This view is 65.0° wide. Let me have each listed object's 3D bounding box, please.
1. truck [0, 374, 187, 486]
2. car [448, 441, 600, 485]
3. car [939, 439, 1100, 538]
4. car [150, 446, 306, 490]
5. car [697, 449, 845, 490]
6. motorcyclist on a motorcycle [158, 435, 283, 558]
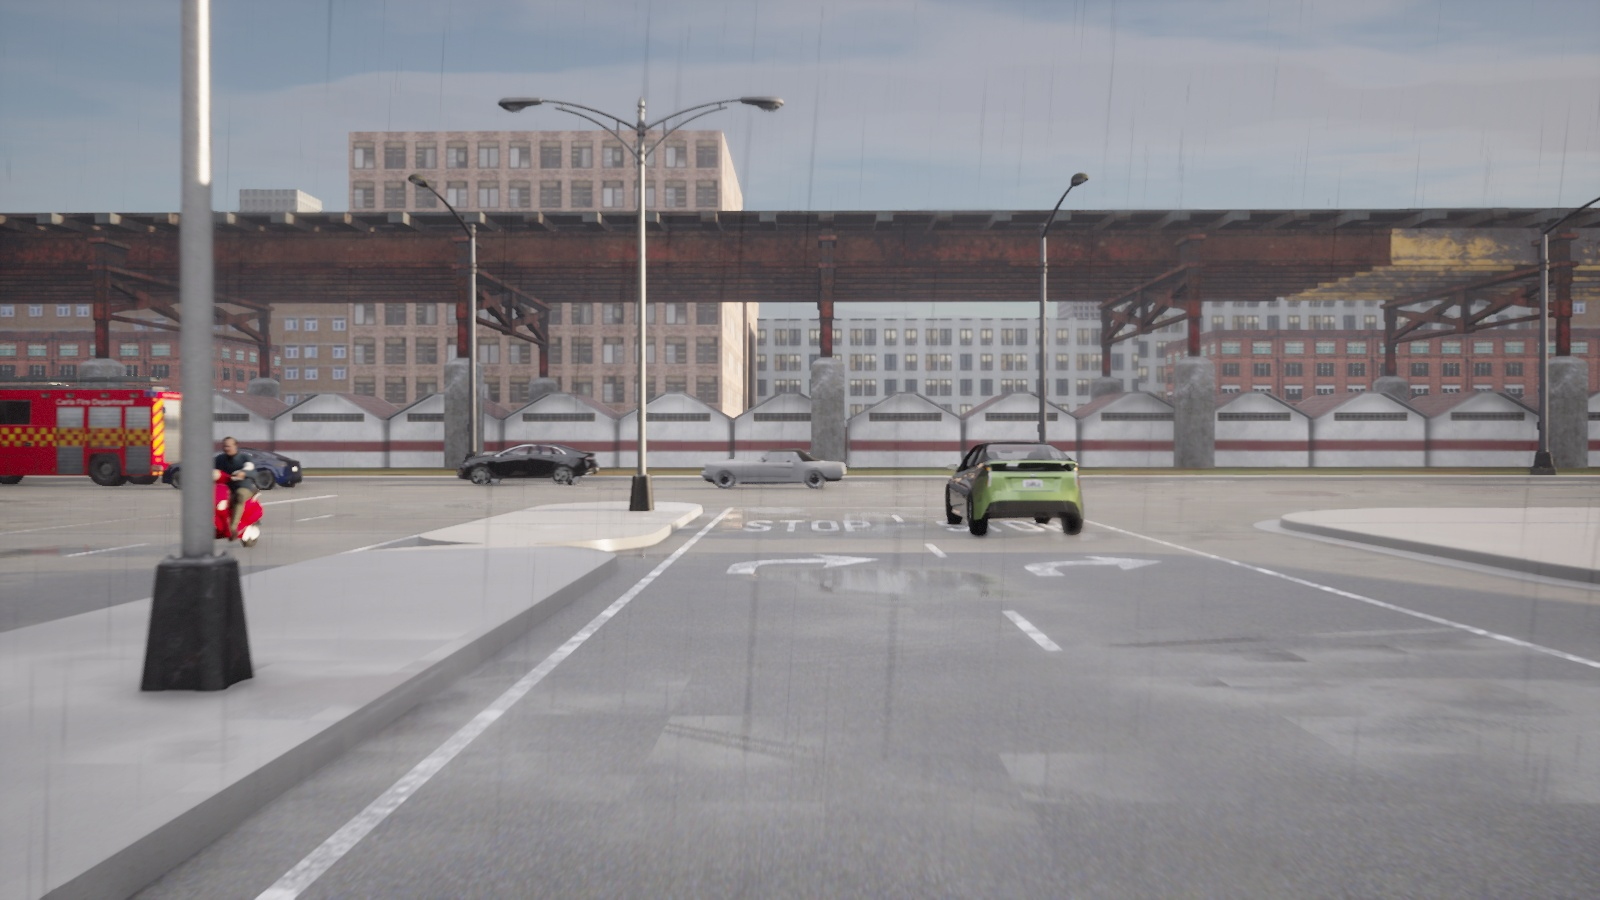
[{"bbox_3d":[-26.705,-0.692,44.599,8.468,3.827,2.891,0,0,1],"label":"truck"},{"bbox_3d":[-9.694,0.443,44.441,4.902,1.511,2.128,0,0,1],"label":"car"},{"bbox_3d":[3.642,0.574,21.620,2.007,1.525,4.514,0,0,0],"label":"car"},{"bbox_3d":[-18.617,0.563,41.027,4.181,1.385,1.994,0,0,1],"label":"car"},{"bbox_3d":[-0.919,0.615,40.857,4.718,1.301,1.895,0,0,1],"label":"car"},{"bbox_3d":[-7.885,0.596,17.183,0.866,1.590,1.817,0,0,0],"label":"motorcyclist on a motorcycle"}]
